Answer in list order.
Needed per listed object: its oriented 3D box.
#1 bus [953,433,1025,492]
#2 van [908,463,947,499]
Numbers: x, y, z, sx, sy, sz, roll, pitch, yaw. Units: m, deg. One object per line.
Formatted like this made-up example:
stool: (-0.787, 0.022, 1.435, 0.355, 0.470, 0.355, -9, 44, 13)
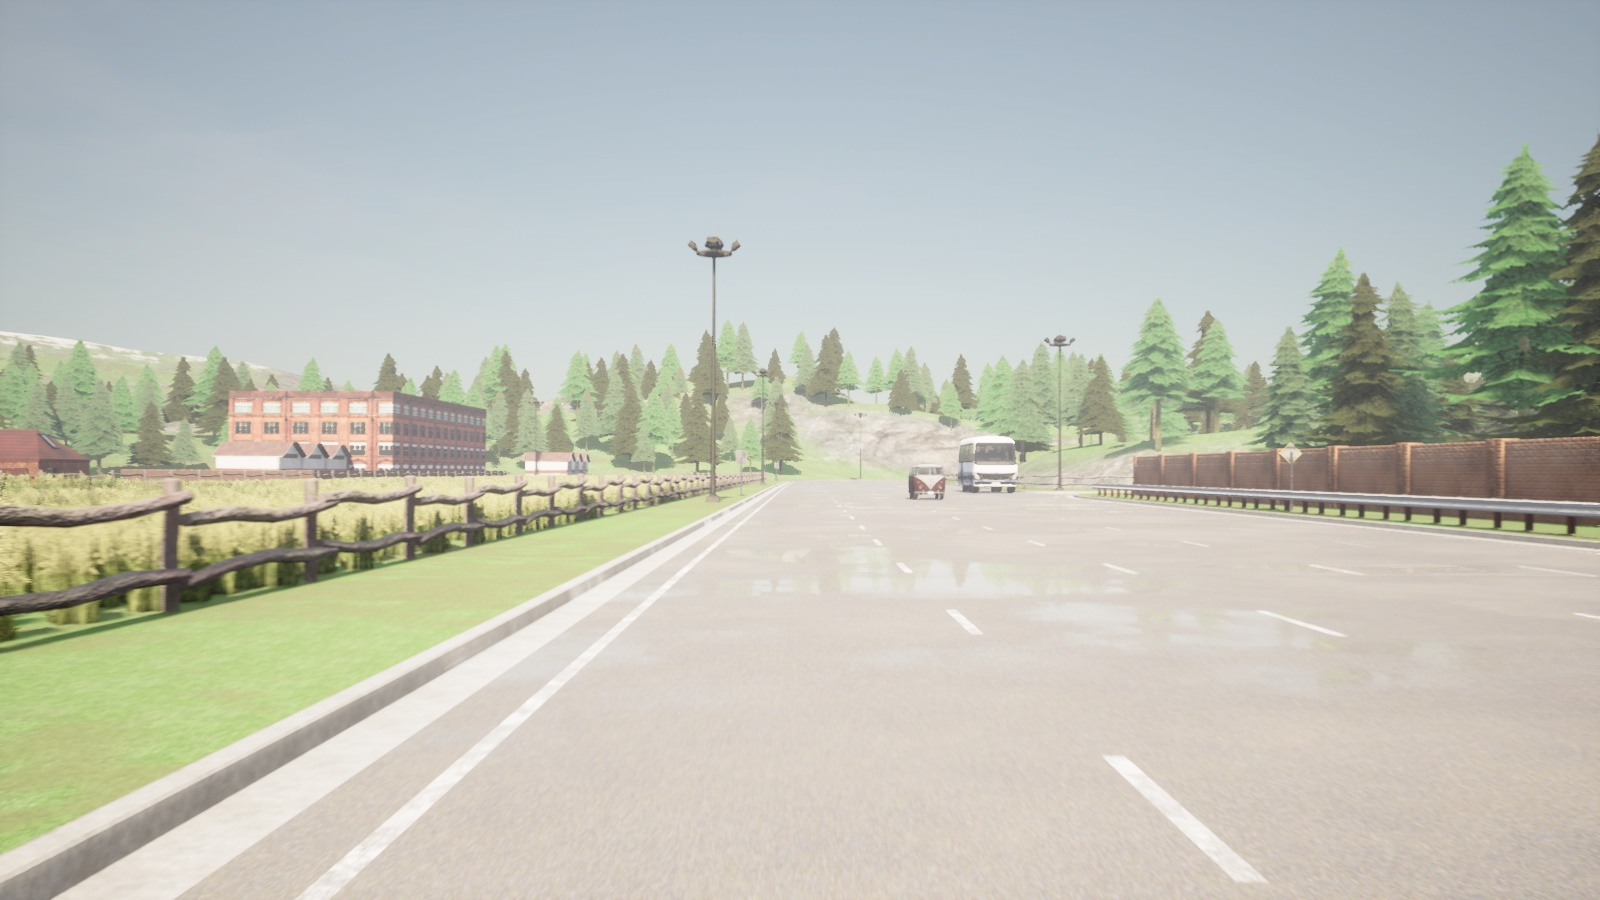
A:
bus: (14.198, 0.994, 95.327, 3.944, 4.253, 10.273, 0, -1, 0)
van: (7.119, 1.734, 70.475, 1.775, 1.987, 4.442, 0, -1, 0)
